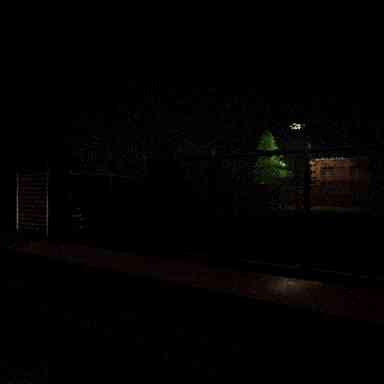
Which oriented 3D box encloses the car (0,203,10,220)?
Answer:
[{"bbox_3d":[-16.303,1.444,25.215,2.128,1.511,4.902,0,0,32],"label":"car"}]
